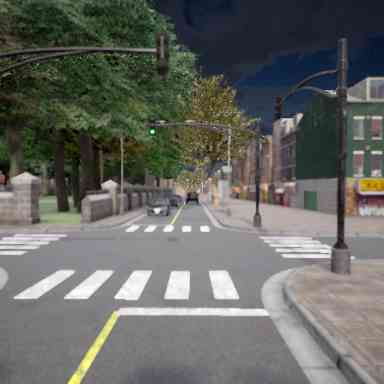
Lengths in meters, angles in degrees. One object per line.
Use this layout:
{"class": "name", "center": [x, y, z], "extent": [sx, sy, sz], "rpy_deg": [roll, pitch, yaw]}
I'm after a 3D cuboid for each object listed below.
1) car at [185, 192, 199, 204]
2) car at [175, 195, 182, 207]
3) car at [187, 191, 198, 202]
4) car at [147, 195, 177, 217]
{"class": "car", "center": [0.060, 0.946, 56.247], "extent": [2.150, 2.045, 5.566], "rpy_deg": [0, 0, 0]}
{"class": "car", "center": [-2.787, 1.316, 44.401], "extent": [2.033, 1.411, 5.357], "rpy_deg": [0, 0, 0]}
{"class": "car", "center": [0.071, 0.923, 66.668], "extent": [2.150, 2.045, 5.566], "rpy_deg": [0, 0, 0]}
{"class": "car", "center": [-2.813, 1.326, 29.583], "extent": [2.128, 1.511, 4.902], "rpy_deg": [0, 0, 0]}
